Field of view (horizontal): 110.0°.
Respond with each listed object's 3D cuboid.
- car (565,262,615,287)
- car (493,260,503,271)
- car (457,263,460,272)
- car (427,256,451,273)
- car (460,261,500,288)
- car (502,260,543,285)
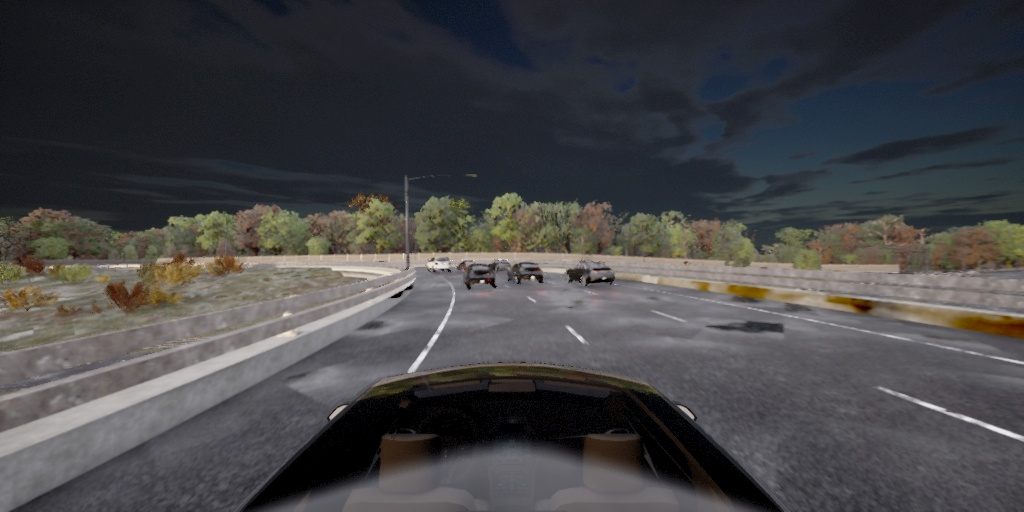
[{"bbox_3d":[4.955,1.121,23.409,2.128,1.511,4.902,-1,0,-11],"label":"car"},{"bbox_3d":[-1.659,1.206,45.517,2.128,1.511,4.902,-1,0,-22],"label":"car"},{"bbox_3d":[-5.719,1.310,46.134,1.812,1.442,4.674,-1,0,-23],"label":"car"},{"bbox_3d":[-9.365,1.073,45.783,2.150,2.045,5.566,-1,0,-24],"label":"car"},{"bbox_3d":[-2.229,1.263,23.788,1.837,1.490,4.892,-1,0,-11],"label":"car"},{"bbox_3d":[0.865,1.202,26.046,1.837,1.490,4.892,-1,0,-12],"label":"car"}]
